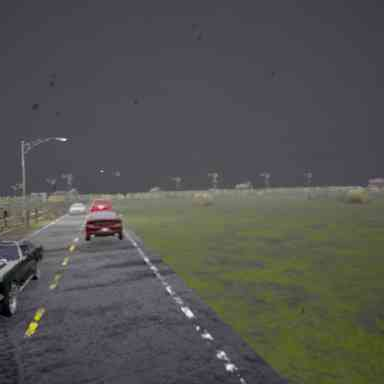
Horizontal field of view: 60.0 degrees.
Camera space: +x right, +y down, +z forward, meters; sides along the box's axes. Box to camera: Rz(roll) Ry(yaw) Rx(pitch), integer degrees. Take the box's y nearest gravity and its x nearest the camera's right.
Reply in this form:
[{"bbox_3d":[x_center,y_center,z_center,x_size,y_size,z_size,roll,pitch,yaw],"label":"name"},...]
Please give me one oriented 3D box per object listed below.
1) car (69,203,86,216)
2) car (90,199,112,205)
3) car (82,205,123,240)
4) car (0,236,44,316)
[{"bbox_3d":[-14.666,2.205,42.819,1.812,1.442,4.674,-1,-1,-16],"label":"car"},{"bbox_3d":[-10.006,1.752,36.751,2.150,2.045,5.566,-1,0,-16],"label":"car"},{"bbox_3d":[-5.014,1.749,18.992,1.882,1.535,5.008,-1,0,-15],"label":"car"},{"bbox_3d":[-4.748,1.770,7.691,1.895,1.301,4.718,-1,-1,-16],"label":"car"}]
